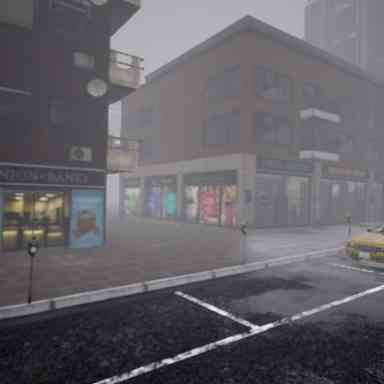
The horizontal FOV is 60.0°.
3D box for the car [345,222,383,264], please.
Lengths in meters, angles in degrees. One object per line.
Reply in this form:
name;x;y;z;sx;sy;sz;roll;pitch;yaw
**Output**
car;6.972;1.523;11.045;4.829;1.417;1.752;0;2;-35
